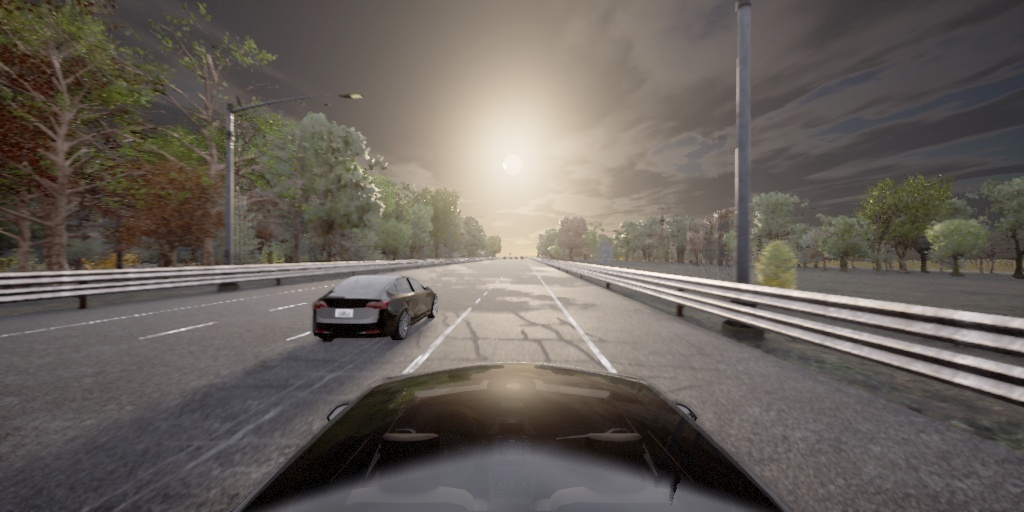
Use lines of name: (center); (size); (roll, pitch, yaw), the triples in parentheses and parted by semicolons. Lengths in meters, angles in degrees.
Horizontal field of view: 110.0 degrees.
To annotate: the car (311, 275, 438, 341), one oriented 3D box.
car: (-3.429, 1.235, 9.816); (2.163, 1.488, 4.792); (0, 0, 2)
